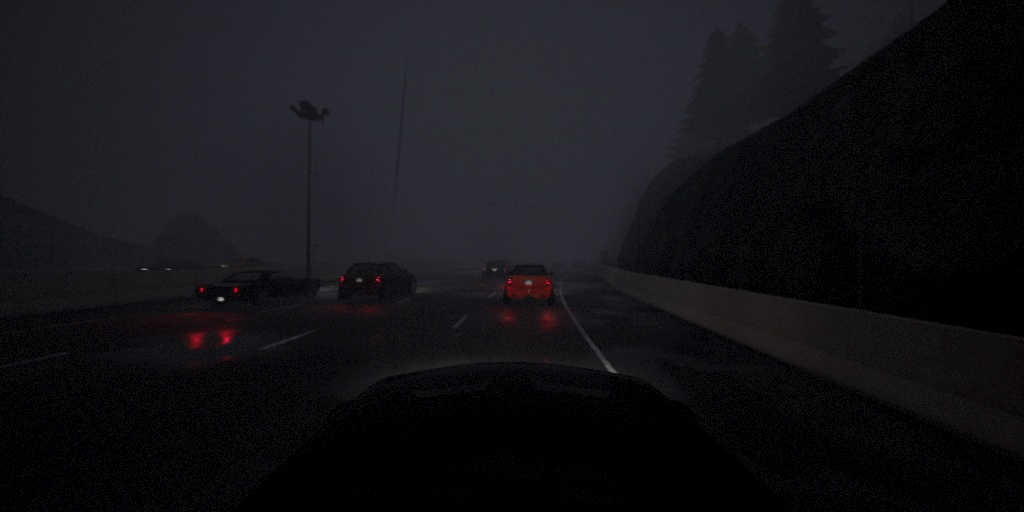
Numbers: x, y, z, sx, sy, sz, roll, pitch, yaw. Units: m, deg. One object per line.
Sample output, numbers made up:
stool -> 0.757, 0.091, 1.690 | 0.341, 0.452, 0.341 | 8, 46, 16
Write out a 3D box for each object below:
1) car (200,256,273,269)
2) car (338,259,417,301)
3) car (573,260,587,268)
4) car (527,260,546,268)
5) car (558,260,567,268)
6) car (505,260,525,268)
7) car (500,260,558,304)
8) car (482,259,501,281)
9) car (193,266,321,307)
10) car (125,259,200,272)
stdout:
car -> -22.470, 0.785, 29.858 | 1.882, 1.535, 5.008 | 1, 0, 8
car -> -6.203, 1.034, 17.102 | 2.097, 1.767, 4.553 | 1, 0, 5
car -> 11.937, 1.381, 63.011 | 2.128, 1.511, 4.902 | 1, 0, 22
car -> 4.380, 1.405, 63.596 | 1.895, 1.301, 4.718 | 1, 0, 22
car -> 8.286, 1.412, 63.392 | 1.994, 1.385, 4.181 | 1, 0, 22
car -> 0.598, 1.363, 63.532 | 1.895, 1.301, 4.718 | 1, 0, 21
car -> 0.871, 1.114, 16.672 | 2.097, 1.767, 4.553 | 1, 0, 5
car -> -0.987, 1.094, 29.197 | 2.097, 1.767, 4.553 | 1, 0, 9
car -> -10.115, 1.239, 14.897 | 1.895, 1.301, 4.718 | 1, 0, 5
car -> -26.341, 0.950, 27.438 | 2.128, 1.511, 4.902 | 1, 0, 8
